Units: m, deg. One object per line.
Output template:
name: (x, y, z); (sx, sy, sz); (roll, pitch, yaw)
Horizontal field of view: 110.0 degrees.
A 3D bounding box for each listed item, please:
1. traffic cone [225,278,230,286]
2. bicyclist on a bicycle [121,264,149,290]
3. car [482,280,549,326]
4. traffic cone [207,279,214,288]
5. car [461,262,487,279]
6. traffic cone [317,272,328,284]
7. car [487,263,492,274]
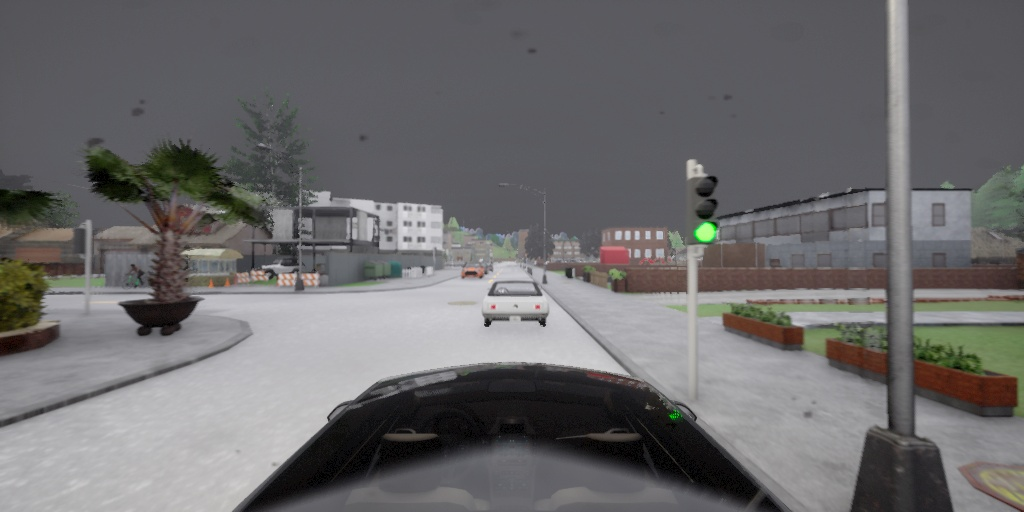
traffic cone: (-19.801, 1.802, 24.953); (0.344, 0.586, 0.344); (0, 0, 0)
bicyclist on a bicycle: (-24.014, 1.311, 22.867); (0.582, 1.620, 1.656); (0, 0, 0)
car: (0.096, 1.455, 12.077); (1.895, 1.301, 4.718); (0, -1, 0)
traffic cone: (-20.321, 1.824, 24.233); (0.344, 0.586, 0.344); (0, 0, 0)
car: (-4.100, 1.467, 38.065); (2.097, 1.767, 4.553); (0, -1, 0)
traffic cone: (-15.755, 1.844, 29.837); (0.344, 0.586, 0.344); (0, 0, 0)
car: (-4.080, 1.714, 47.444); (1.837, 1.490, 4.892); (0, -1, 0)
